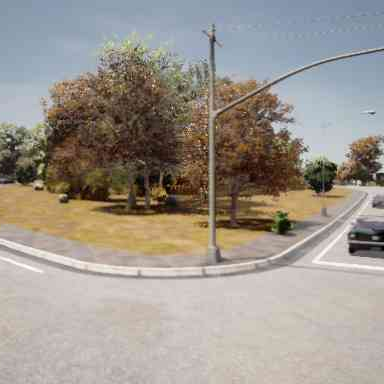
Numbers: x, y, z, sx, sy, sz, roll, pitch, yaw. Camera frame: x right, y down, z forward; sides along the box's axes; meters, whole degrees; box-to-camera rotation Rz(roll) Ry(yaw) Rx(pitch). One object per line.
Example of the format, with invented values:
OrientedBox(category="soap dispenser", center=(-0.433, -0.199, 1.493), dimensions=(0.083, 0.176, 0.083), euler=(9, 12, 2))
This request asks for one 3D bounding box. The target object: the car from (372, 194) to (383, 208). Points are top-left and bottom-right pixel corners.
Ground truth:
OrientedBox(category="car", center=(19.763, 0.922, 34.399), dimensions=(1.994, 1.385, 4.181), euler=(0, 2, 30))

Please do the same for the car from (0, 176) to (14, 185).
OrientedBox(category="car", center=(-44.193, -2.503, 78.891), dimensions=(2.033, 1.411, 5.357), euler=(0, 3, -6))

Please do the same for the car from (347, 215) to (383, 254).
OrientedBox(category="car", center=(7.391, 1.626, 13.291), dimensions=(1.895, 1.301, 4.718), euler=(0, 0, 30))
